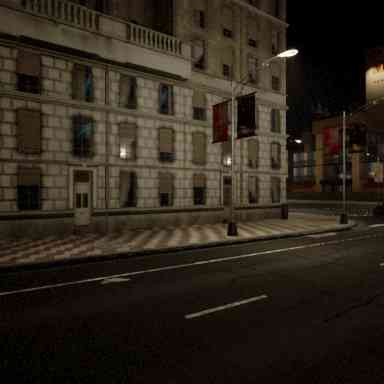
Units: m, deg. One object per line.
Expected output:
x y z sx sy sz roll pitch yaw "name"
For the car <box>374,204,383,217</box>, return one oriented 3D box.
18.197 1.564 29.012 1.994 1.385 4.181 0 0 -26 "car"
